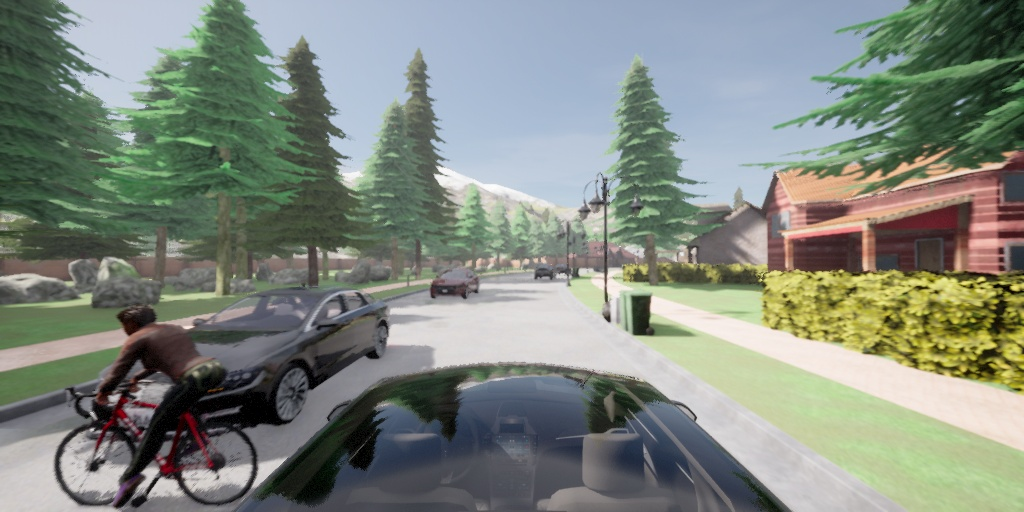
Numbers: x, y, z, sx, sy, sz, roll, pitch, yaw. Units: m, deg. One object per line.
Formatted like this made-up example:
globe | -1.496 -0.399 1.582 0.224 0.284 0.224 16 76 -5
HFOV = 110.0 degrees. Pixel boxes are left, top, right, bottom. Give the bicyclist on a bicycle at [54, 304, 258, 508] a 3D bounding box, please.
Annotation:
bicyclist on a bicycle | -2.870 1.217 2.894 1.656 1.620 0.582 0 -1 0

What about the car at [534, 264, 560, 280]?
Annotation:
car | 3.552 1.688 37.490 1.837 1.490 4.892 0 -1 14

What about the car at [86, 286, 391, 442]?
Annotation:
car | -3.546 1.290 5.860 2.128 1.511 4.902 0 0 1

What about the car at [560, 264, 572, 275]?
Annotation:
car | 6.817 1.823 48.363 1.837 1.490 4.892 0 -1 19

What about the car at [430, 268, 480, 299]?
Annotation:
car | -3.058 1.450 19.983 1.882 1.535 5.008 0 0 5
